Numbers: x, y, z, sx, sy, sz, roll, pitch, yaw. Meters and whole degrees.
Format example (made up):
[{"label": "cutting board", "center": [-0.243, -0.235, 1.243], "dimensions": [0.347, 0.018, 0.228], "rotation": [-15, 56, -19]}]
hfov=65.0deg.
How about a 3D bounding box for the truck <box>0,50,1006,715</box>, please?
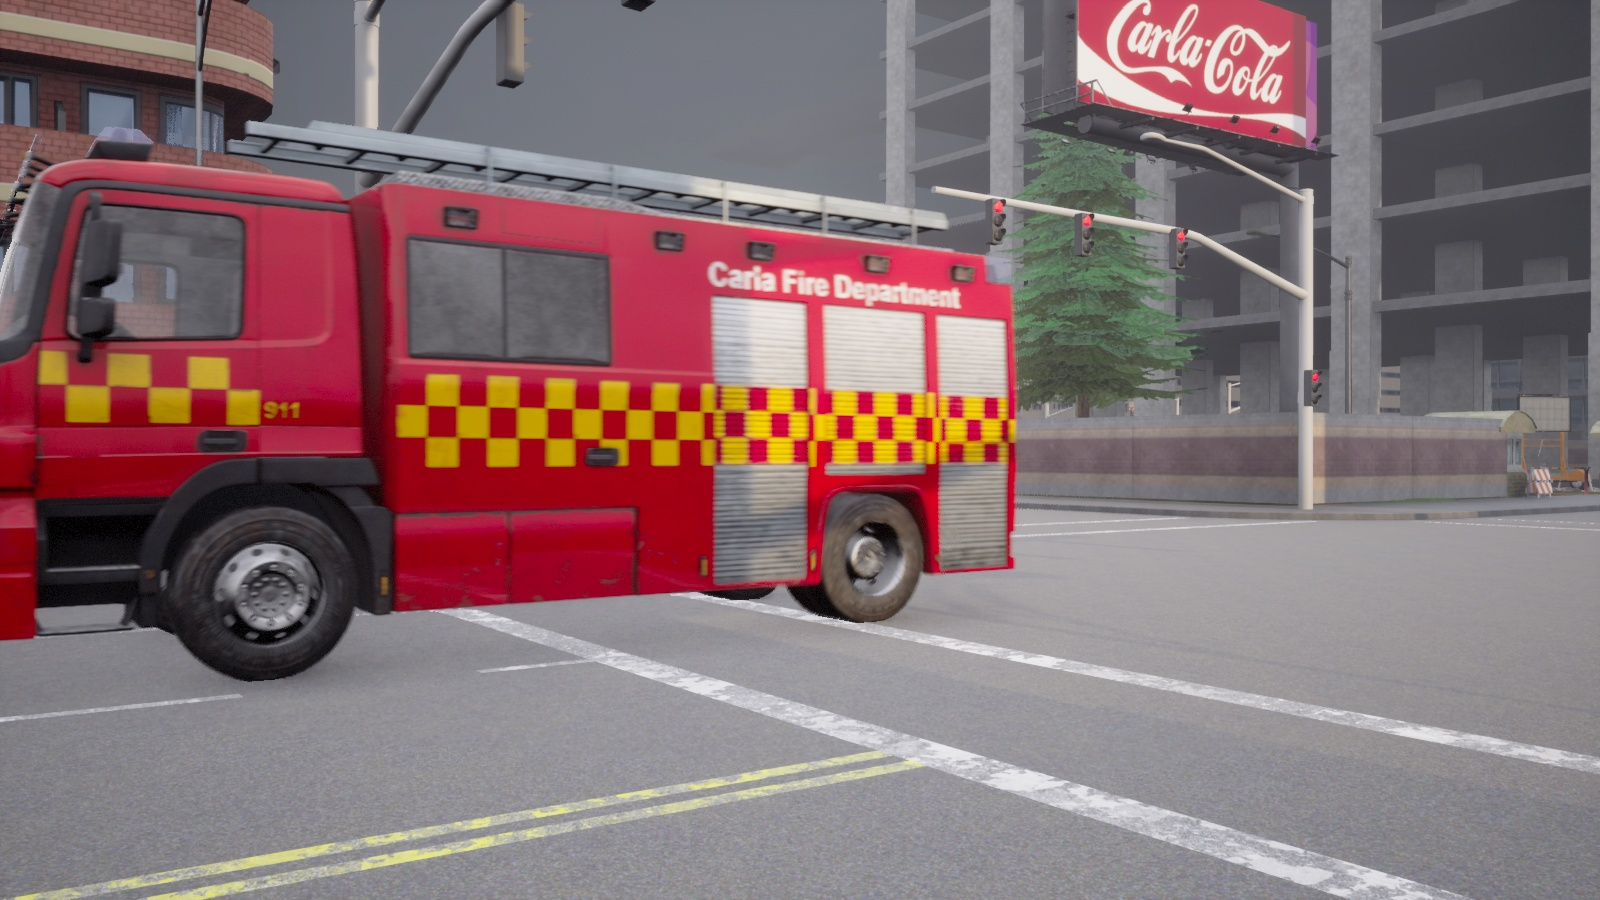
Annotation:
[{"label": "truck", "center": [-2.378, -0.389, 10.538], "dimensions": [8.468, 3.827, 2.891], "rotation": [0, 0, -35]}]
